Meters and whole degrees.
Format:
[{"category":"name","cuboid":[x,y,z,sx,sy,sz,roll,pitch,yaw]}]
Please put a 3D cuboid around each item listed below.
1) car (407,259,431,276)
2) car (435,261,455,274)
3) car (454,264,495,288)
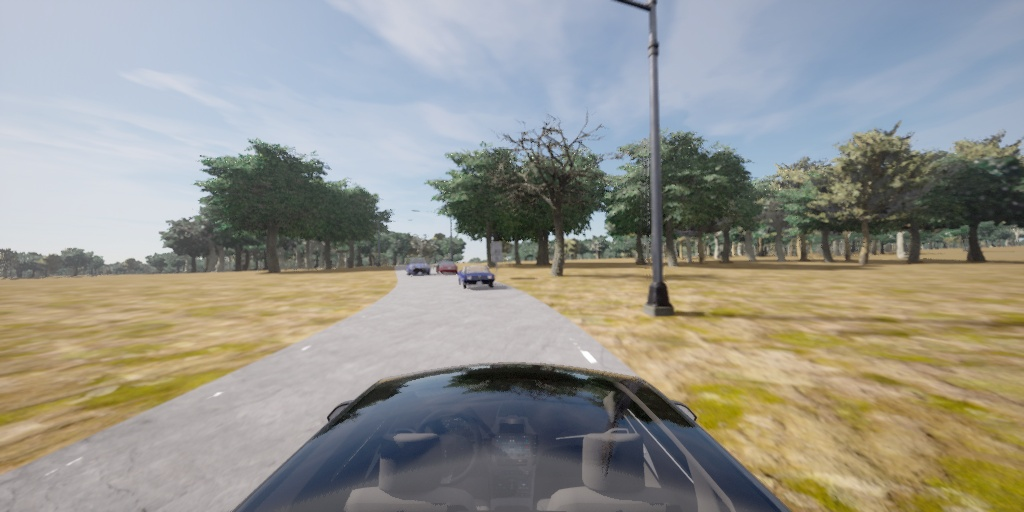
[{"category":"car","cuboid":[-9.389,1.043,35.905,2.097,1.767,4.553,-1,0,-18]},{"category":"car","cuboid":[-7.050,1.208,38.679,1.994,1.385,4.181,-1,0,-18]},{"category":"car","cuboid":[-2.391,1.260,22.925,1.895,1.301,4.718,-1,0,-13]}]
